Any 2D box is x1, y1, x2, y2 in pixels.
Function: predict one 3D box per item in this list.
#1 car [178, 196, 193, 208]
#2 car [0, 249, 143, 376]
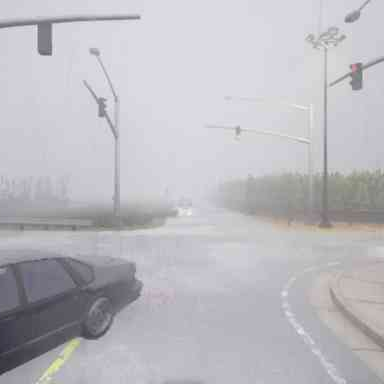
[{"bbox_3d":[-0.930,1.360,45.630,2.128,1.511,4.902,0,0,-3],"label":"car"},{"bbox_3d":[-2.798,1.544,4.284,2.033,1.411,5.357,0,0,27],"label":"car"}]
